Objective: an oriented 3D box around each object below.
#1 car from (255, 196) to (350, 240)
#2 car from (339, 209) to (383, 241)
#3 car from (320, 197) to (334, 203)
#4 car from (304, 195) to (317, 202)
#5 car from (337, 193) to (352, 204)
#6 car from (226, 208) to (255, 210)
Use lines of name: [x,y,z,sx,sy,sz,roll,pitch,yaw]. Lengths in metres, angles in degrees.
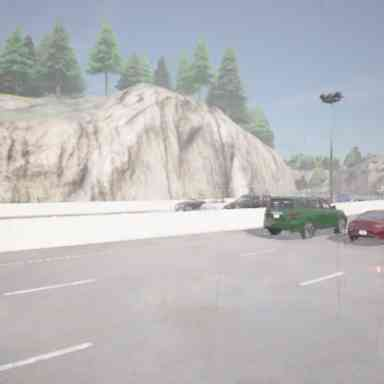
car: [6.077,1.242,17.600,5.566,2.045,2.150,0,0,-40]
car: [8.939,1.538,15.483,4.674,1.442,1.812,0,0,-40]
car: [28.551,1.656,70.382,1.895,1.301,4.718,0,0,32]
car: [26.078,1.474,73.060,1.837,1.490,4.892,0,0,32]
car: [31.345,1.273,68.250,2.150,2.045,5.566,0,0,32]
car: [5.559,1.265,31.477,5.566,2.045,2.150,0,0,-43]
